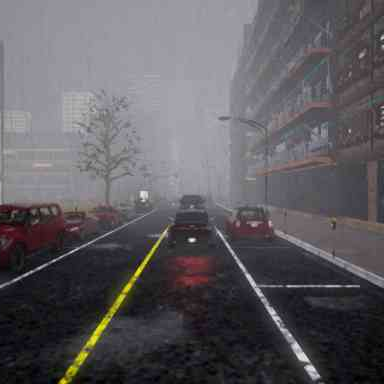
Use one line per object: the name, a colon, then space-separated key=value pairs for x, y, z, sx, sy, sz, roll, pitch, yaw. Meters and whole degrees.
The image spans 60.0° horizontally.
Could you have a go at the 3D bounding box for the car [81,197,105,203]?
car: x=-22.403 y=1.925 z=76.737 sx=4.403 sy=1.369 sz=2.008 roll=-1 pitch=1 yaw=0

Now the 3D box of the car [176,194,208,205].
car: x=0.000 y=1.262 z=29.681 sx=2.150 sy=2.045 sz=5.566 roll=0 pitch=0 yaw=0

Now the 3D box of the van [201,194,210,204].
van: x=2.682 y=1.368 z=65.982 sx=1.690 sy=1.788 sz=3.998 roll=0 pitch=0 yaw=0

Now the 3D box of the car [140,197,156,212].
car: x=-5.698 y=1.446 z=38.345 sx=1.967 sy=1.590 sz=4.097 roll=0 pitch=0 yaw=0

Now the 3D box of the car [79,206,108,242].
car: x=-5.697 y=1.582 z=16.235 sx=1.802 sy=1.307 sz=4.206 roll=0 pitch=0 yaw=0

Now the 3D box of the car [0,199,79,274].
car: x=-5.698 y=1.314 z=10.707 sx=2.192 sy=1.841 sz=5.009 roll=0 pitch=0 yaw=0

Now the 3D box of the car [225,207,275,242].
car: x=2.683 y=1.440 z=16.234 sx=1.967 sy=1.590 sz=4.097 roll=0 pitch=0 yaw=0

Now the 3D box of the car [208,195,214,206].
car: x=2.684 y=1.562 z=54.926 sx=1.887 sy=1.381 sz=4.507 roll=0 pitch=0 yaw=0

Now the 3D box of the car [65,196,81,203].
car: x=-27.973 y=2.006 z=76.697 sx=4.403 sy=1.369 sz=2.008 roll=-1 pitch=1 yaw=0

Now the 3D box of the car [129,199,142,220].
car: x=-5.697 y=1.553 z=27.289 sx=2.008 sy=1.369 sz=4.403 roll=0 pitch=0 yaw=0

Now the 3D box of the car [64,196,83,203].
car: x=-30.273 y=1.870 z=85.317 sx=4.097 sy=1.590 sz=1.967 roll=-1 pitch=1 yaw=0

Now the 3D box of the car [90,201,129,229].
car: x=-5.697 y=1.546 z=21.762 sx=1.887 sy=1.381 sz=4.507 roll=0 pitch=0 yaw=0

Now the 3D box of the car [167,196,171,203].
car: x=-5.697 y=1.608 z=65.983 sx=1.802 sy=1.307 sz=4.206 roll=0 pitch=0 yaw=0

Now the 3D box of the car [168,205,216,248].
car: x=0.000 y=1.517 z=14.651 sx=1.837 sy=1.490 sz=4.892 roll=0 pitch=0 yaw=0

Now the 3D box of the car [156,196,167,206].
car: x=-5.698 y=1.457 z=54.927 sx=1.967 sy=1.590 sz=4.097 roll=0 pitch=0 yaw=0

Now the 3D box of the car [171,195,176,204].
car: x=-3.005 y=1.634 z=67.140 sx=2.033 sy=1.411 sz=5.357 roll=0 pitch=0 yaw=0
